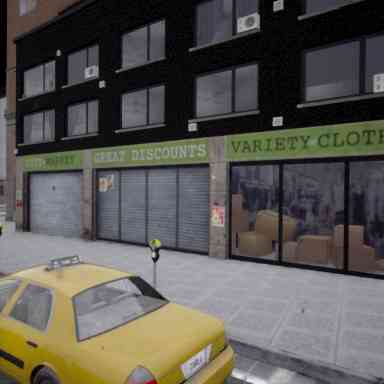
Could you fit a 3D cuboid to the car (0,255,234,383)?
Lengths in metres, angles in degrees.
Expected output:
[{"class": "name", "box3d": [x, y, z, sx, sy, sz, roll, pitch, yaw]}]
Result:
[{"class": "car", "box3d": [-1.836, 1.524, 4.401, 4.829, 1.417, 1.752, 0, 1, 36]}]
